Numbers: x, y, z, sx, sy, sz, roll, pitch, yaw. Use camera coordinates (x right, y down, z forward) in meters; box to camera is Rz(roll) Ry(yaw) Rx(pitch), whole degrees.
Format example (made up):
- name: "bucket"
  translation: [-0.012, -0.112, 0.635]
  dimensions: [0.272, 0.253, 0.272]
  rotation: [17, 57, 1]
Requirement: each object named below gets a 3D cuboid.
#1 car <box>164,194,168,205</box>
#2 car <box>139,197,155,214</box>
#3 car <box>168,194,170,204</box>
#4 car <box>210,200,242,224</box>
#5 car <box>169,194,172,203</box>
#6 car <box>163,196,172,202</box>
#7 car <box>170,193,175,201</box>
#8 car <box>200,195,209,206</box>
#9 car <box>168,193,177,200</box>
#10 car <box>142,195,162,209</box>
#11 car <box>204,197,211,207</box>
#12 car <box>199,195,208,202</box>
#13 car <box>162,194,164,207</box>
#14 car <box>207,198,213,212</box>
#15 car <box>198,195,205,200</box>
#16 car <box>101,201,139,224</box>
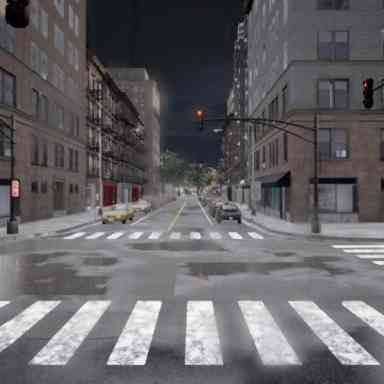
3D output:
- name: "car"
  translation: [-5.384, 1.438, 52.153]
  dimensions: [1.967, 1.590, 4.097]
  rotation: [0, 0, 0]
- name: "car"
  translation: [-5.398, 1.523, 35.537]
  dimensions: [1.752, 1.417, 4.829]
  rotation: [0, 0, 0]
- name: "car"
  translation: [-5.380, 1.549, 57.635]
  dimensions: [2.008, 1.369, 4.403]
  rotation: [0, 0, 0]
- name: "car"
  translation: [2.647, 1.549, 24.740]
  dimensions: [2.008, 1.369, 4.403]
  rotation: [0, 0, 0]
- name: "car"
  translation: [-5.376, 1.565, 63.118]
  dimensions: [1.947, 1.339, 4.313]
  rotation: [0, 0, 0]
- name: "car"
  translation: [-5.367, 1.525, 73.912]
  dimensions: [1.752, 1.417, 4.829]
  rotation: [0, 0, 0]
- name: "car"
  translation: [-5.371, 1.314, 68.600]
  dimensions: [2.192, 1.841, 5.009]
  rotation: [0, 0, 0]
- name: "car"
  translation: [2.659, 1.549, 52.150]
  dimensions: [2.008, 1.369, 4.403]
  rotation: [0, 0, 0]
- name: "car"
  translation: [-5.354, 1.317, 90.528]
  dimensions: [2.192, 1.841, 5.009]
  rotation: [0, 0, 0]
- name: "car"
  translation: [-5.393, 1.313, 41.189]
  dimensions: [2.192, 1.841, 5.009]
  rotation: [0, 0, 0]
- name: "car"
  translation: [2.652, 1.549, 35.704]
  dimensions: [2.008, 1.369, 4.403]
  rotation: [0, 0, 0]
- name: "car"
  translation: [2.671, 1.545, 79.560]
  dimensions: [1.887, 1.381, 4.507]
  rotation: [0, 0, 0]
- name: "car"
  translation: [-5.389, 1.438, 46.671]
  dimensions: [1.967, 1.590, 4.097]
  rotation: [0, 0, 0]
- name: "car"
  translation: [2.649, 1.543, 30.222]
  dimensions: [1.887, 1.381, 4.507]
  rotation: [0, 0, 0]
- name: "car"
  translation: [2.675, 1.584, 90.524]
  dimensions: [1.802, 1.307, 4.206]
  rotation: [0, 0, 0]
- name: "car"
  translation: [-5.406, 1.523, 24.574]
  dimensions: [1.752, 1.417, 4.829]
  rotation: [0, 0, 0]
